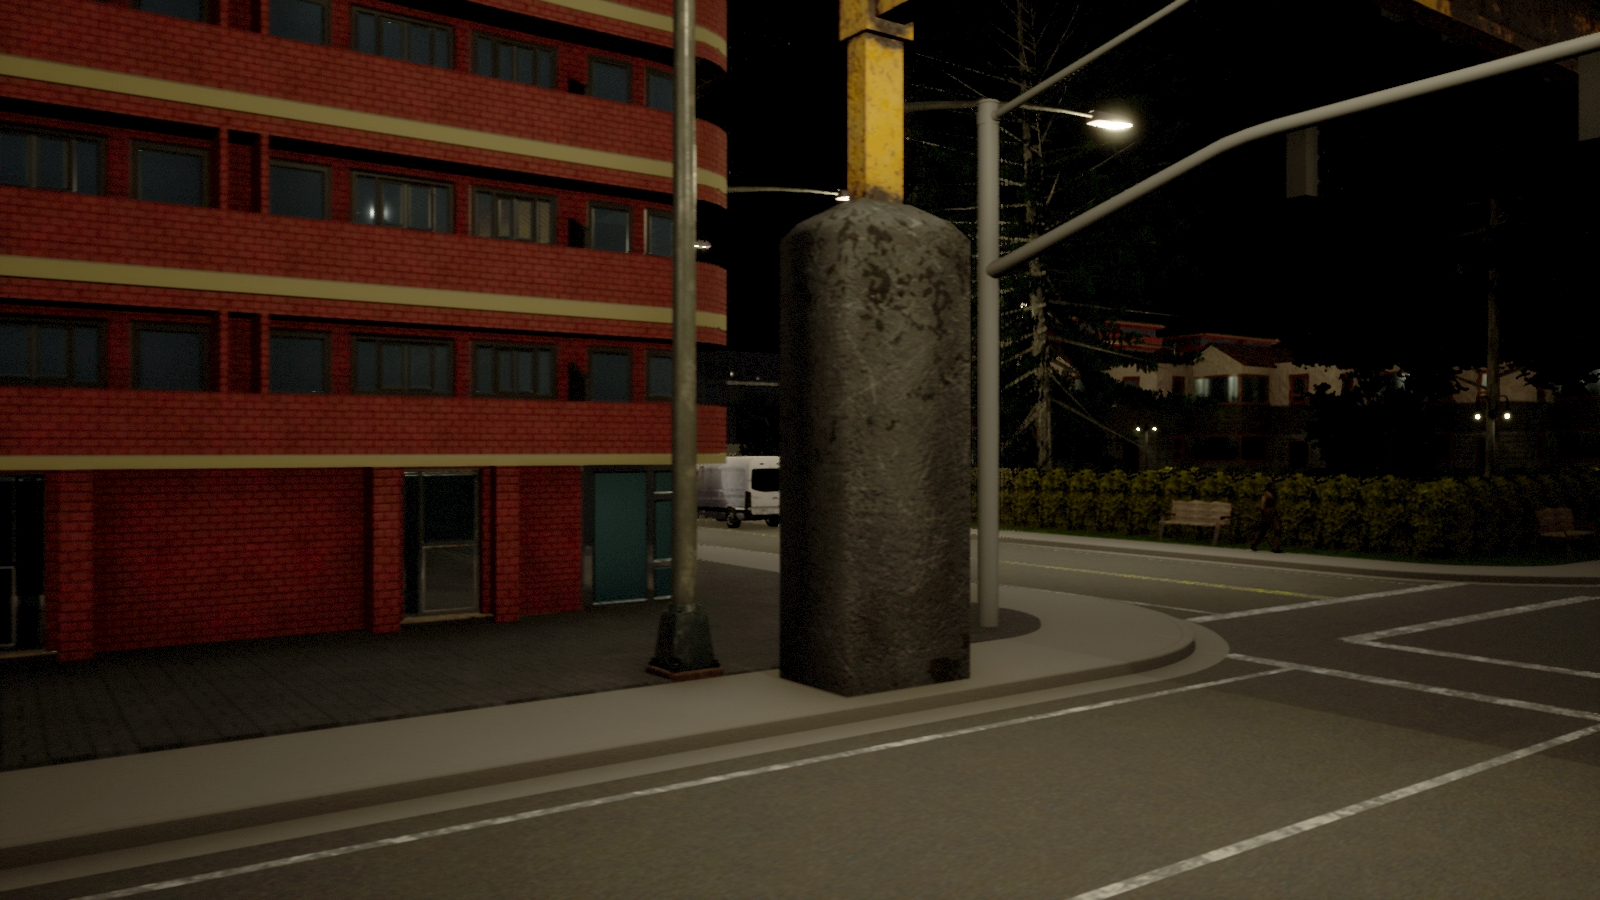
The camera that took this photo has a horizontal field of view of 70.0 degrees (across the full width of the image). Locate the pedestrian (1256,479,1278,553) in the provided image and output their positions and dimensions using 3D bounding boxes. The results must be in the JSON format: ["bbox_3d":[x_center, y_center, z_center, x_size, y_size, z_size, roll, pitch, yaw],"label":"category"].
[{"bbox_3d":[11.939,1.690,29.191,0.375,1.860,0.375,0,0,-33],"label":"pedestrian"}]
